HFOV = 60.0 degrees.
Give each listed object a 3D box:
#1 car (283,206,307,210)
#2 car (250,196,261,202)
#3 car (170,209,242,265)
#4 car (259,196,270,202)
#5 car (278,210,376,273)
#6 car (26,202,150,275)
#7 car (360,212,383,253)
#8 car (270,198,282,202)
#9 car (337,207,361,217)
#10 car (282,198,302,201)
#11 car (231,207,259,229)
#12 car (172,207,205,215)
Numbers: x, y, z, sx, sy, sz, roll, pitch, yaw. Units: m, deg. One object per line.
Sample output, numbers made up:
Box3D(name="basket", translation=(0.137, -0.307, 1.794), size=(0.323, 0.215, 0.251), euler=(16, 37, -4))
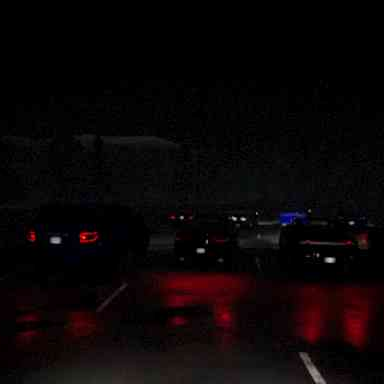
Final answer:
Box3D(name="car", translation=(7.461, 1.710, 23.953), size=(1.882, 1.535, 5.008), euler=(0, 0, 22))
Box3D(name="car", translation=(16.026, 1.968, 77.102), size=(5.566, 2.045, 2.150), euler=(0, -1, -36))
Box3D(name="car", translation=(0.701, 1.597, 12.249), size=(1.882, 1.535, 5.008), euler=(0, 0, 10))
Box3D(name="car", translation=(17.757, 2.239, 74.058), size=(4.674, 1.442, 1.812), euler=(0, -1, -36))
Box3D(name="car", translation=(4.049, 1.602, 11.172), size=(2.128, 1.511, 4.902), euler=(0, 0, 10))
Box3D(name="car", translation=(-3.082, 1.332, 11.091), size=(2.150, 2.045, 5.566), euler=(0, 0, 8))
Box3D(name="car", translation=(7.642, 1.589, 11.321), size=(1.882, 1.535, 5.008), euler=(0, -1, 10))
Box3D(name="car", translation=(19.497, 2.040, 71.005), size=(4.553, 1.767, 2.097), euler=(0, -1, -36))
Box3D(name="car", translation=(10.646, 1.744, 22.519), size=(1.812, 1.442, 4.674), euler=(0, 0, 22))
Box3D(name="car", translation=(21.155, 2.251, 67.908), size=(4.718, 1.301, 1.895), euler=(0, -1, -36))
Box3D(name="car", translation=(3.478, 1.775, 23.469), size=(2.033, 1.411, 5.357), euler=(0, -1, 20))
Box3D(name="car", translation=(0.158, 1.785, 24.575), size=(2.033, 1.411, 5.357), euler=(0, -1, 20))
